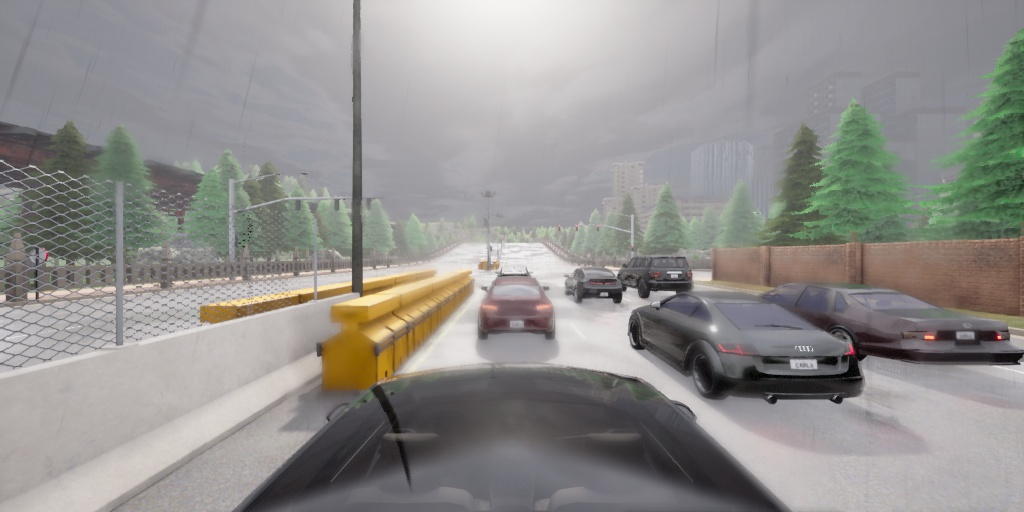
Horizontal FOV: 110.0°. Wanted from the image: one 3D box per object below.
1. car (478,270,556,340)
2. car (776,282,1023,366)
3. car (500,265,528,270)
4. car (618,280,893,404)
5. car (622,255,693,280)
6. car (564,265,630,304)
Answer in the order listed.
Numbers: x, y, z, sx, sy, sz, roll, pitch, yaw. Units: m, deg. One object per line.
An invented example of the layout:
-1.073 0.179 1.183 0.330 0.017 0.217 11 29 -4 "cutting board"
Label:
0.104 1.276 9.884 1.812 1.442 4.674 0 0 0 "car"
7.103 1.297 8.124 2.033 1.411 5.357 0 0 0 "car"
0.107 1.241 19.130 2.128 1.511 4.902 0 0 0 "car"
3.604 1.314 6.458 1.994 1.385 4.181 0 0 -1 "car"
7.105 0.972 18.366 2.150 2.045 5.566 0 0 0 "car"
3.605 1.255 16.424 1.837 1.490 4.892 0 0 0 "car"
